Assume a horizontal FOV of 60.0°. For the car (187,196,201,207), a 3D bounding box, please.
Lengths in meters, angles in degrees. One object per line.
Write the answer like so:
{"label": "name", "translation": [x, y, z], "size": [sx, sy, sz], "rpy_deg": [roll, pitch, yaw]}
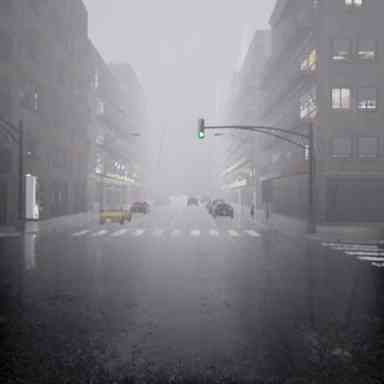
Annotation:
{"label": "car", "translation": [0.142, 1.670, 56.336], "size": [1.837, 1.490, 4.892], "rpy_deg": [0, 0, 0]}

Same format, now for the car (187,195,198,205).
{"label": "car", "translation": [0.167, 1.549, 66.729], "size": [2.097, 1.767, 4.553], "rpy_deg": [0, 0, 0]}

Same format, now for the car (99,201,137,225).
{"label": "car", "translation": [-5.620, 1.597, 24.827], "size": [1.752, 1.417, 4.829], "rpy_deg": [1, 0, 0]}

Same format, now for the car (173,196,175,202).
{"label": "car", "translation": [-5.470, 1.782, 85.584], "size": [1.752, 1.417, 4.829], "rpy_deg": [1, 0, 0]}

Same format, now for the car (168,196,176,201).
{"label": "car", "translation": [-5.456, 1.826, 91.278], "size": [2.008, 1.369, 4.403], "rpy_deg": [1, 0, 0]}

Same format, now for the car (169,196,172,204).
{"label": "car", "translation": [-5.525, 1.738, 63.661], "size": [2.008, 1.369, 4.403], "rpy_deg": [1, 0, 0]}

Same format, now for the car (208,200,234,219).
{"label": "car", "translation": [2.774, 1.633, 30.486], "size": [1.887, 1.381, 4.507], "rpy_deg": [1, 0, 0]}

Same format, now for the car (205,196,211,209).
{"label": "car", "translation": [2.789, 1.544, 36.010], "size": [1.967, 1.590, 4.097], "rpy_deg": [1, 0, 0]}

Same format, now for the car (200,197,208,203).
{"label": "car", "translation": [2.898, 1.806, 80.196], "size": [1.947, 1.339, 4.313], "rpy_deg": [1, 0, 0]}

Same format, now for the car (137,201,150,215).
{"label": "car", "translation": [-5.593, 1.649, 36.044], "size": [1.887, 1.381, 4.507], "rpy_deg": [1, 0, 0]}

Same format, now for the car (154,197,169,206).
{"label": "car", "translation": [-5.539, 1.695, 57.968], "size": [1.752, 1.417, 4.829], "rpy_deg": [1, 0, 0]}

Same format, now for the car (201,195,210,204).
{"label": "car", "translation": [2.872, 1.520, 69.151], "size": [2.192, 1.841, 5.009], "rpy_deg": [1, 0, 0]}

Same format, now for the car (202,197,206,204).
{"label": "car", "translation": [2.815, 1.719, 47.056], "size": [1.802, 1.307, 4.206], "rpy_deg": [1, 0, 0]}
